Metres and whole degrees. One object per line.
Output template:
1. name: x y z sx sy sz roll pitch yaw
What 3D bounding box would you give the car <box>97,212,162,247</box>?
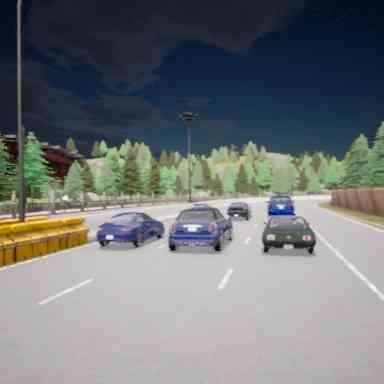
1. car: -2.791 1.677 15.800 1.812 1.442 4.674 -1 0 14

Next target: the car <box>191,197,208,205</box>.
1. car: 1.575 1.945 70.286 1.882 1.535 5.008 -1 0 23

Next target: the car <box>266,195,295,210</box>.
1. car: 7.523 1.305 28.314 2.150 2.045 5.566 -1 0 14

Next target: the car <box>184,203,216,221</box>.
1. car: 0.803 1.764 30.258 1.994 1.385 4.181 -1 0 14

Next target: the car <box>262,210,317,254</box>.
1. car: 3.933 1.641 13.844 1.895 1.301 4.718 -1 0 14

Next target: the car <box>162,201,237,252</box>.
1. car: 0.528 1.445 14.669 2.097 1.767 4.553 -1 -1 14

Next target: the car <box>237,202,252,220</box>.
1. car: 4.204 1.652 29.435 1.837 1.490 4.892 -1 0 14
